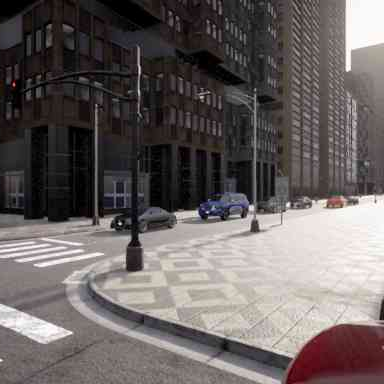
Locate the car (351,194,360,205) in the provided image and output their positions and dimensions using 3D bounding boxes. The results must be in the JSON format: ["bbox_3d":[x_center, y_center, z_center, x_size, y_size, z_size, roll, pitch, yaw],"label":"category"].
[{"bbox_3d":[26.342,1.352,55.169,2.128,1.511,4.902,0,0,35],"label":"car"}]

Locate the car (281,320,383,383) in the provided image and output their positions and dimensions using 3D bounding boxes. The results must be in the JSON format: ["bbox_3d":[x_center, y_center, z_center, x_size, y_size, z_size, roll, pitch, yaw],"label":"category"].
[{"bbox_3d":[2.705,1.315,1.032,5.009,1.841,2.192,0,0,35],"label":"car"}]

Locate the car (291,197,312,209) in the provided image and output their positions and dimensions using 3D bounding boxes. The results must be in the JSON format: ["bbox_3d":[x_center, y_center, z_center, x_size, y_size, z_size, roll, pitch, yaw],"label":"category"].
[{"bbox_3d":[14.358,1.386,43.664,2.128,1.511,4.902,0,0,35],"label":"car"}]

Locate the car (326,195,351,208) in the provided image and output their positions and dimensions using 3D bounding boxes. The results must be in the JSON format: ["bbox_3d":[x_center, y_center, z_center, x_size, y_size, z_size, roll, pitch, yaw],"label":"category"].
[{"bbox_3d":[20.527,1.238,46.933,2.097,1.767,4.553,0,0,35],"label":"car"}]

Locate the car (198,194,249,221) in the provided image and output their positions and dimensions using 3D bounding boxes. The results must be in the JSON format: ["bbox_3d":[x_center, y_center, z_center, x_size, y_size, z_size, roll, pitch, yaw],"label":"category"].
[{"bbox_3d":[2.748,1.161,27.296,2.150,2.045,5.566,0,0,35],"label":"car"}]

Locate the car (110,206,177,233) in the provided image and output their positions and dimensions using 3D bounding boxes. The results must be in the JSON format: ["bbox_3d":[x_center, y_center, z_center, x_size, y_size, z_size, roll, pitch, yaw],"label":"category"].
[{"bbox_3d":[-2.732,1.525,19.527,1.994,1.385,4.181,0,0,35],"label":"car"}]

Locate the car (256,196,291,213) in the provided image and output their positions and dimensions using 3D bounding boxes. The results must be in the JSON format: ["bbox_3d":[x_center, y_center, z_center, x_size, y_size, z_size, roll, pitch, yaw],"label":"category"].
[{"bbox_3d":[8.379,1.270,35.255,2.097,1.767,4.553,0,0,35],"label":"car"}]
